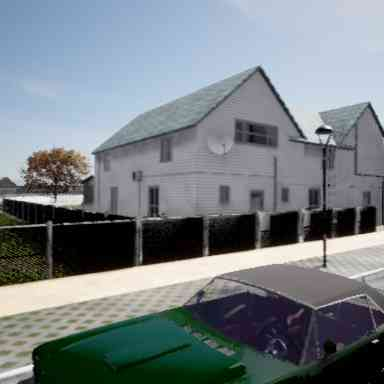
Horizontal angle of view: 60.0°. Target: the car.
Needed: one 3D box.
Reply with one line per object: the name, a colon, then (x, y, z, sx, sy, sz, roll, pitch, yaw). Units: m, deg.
car: (0.798, 1.599, 3.594, 4.718, 1.301, 1.895, 0, 0, -35)
